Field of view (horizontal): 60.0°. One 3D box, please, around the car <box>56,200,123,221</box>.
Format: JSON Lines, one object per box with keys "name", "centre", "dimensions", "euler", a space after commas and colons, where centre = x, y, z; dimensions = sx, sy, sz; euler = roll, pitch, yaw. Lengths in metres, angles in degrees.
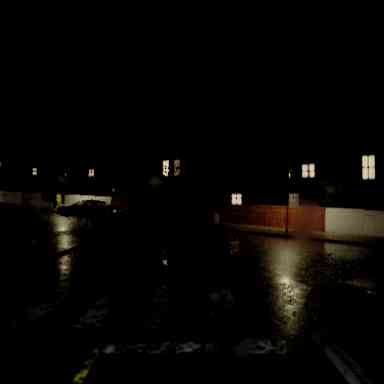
{"name": "car", "centre": [-7.648, 1.322, 24.745], "dimensions": [5.357, 1.411, 2.033], "euler": [2, 0, 30]}
